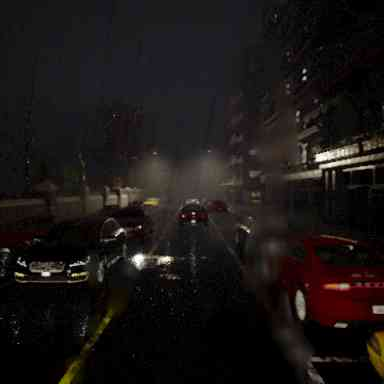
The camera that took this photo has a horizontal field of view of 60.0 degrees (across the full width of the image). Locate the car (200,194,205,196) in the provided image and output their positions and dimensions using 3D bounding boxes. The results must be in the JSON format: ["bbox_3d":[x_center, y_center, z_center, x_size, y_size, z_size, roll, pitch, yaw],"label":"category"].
[{"bbox_3d":[2.685,1.432,56.787,1.967,1.590,4.097,0,0,0],"label":"car"}]

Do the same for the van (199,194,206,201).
[{"bbox_3d":[2.683,1.339,84.463,1.690,1.788,3.998,0,0,0],"label":"van"}]

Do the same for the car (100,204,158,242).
[{"bbox_3d":[-3.001,1.520,16.609,1.812,1.442,4.674,0,0,0],"label":"car"}]

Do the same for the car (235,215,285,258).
[{"bbox_3d":[2.686,1.546,12.506,2.008,1.369,4.403,0,0,0],"label":"car"}]

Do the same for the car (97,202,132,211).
[{"bbox_3d":[-5.694,1.574,23.575,1.802,1.307,4.206,0,0,0],"label":"car"}]

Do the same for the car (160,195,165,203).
[{"bbox_3d":[-5.695,1.541,51.252,2.008,1.369,4.403,0,0,0],"label":"car"}]

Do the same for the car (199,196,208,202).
[{"bbox_3d":[2.685,1.562,78.928,1.947,1.339,4.313,0,0,0],"label":"car"}]

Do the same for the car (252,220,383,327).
[{"bbox_3d":[2.687,1.542,6.970,1.887,1.381,4.507,0,0,0],"label":"car"}]

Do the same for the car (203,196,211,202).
[{"bbox_3d":[2.686,1.535,40.182,1.887,1.381,4.507,0,0,0],"label":"car"}]

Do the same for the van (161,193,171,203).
[{"bbox_3d":[-5.697,1.334,67.856,1.690,1.788,3.998,0,0,0],"label":"van"}]

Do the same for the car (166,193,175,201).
[{"bbox_3d":[-5.697,1.315,89.998,2.192,1.841,5.009,0,0,0],"label":"car"}]

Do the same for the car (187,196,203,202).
[{"bbox_3d":[0.098,1.590,44.388,1.895,1.301,4.718,0,0,0],"label":"car"}]

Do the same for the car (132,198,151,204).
[{"bbox_3d":[-5.694,1.572,34.646,1.802,1.307,4.206,0,0,0],"label":"car"}]

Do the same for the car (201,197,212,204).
[{"bbox_3d":[2.685,1.558,62.322,1.947,1.339,4.313,0,0,0],"label":"car"}]

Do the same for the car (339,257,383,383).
[{"bbox_3d":[2.687,1.525,1.605,1.752,1.417,4.829,0,0,0],"label":"car"}]

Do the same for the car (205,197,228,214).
[{"bbox_3d":[2.686,1.535,34.647,1.887,1.381,4.507,0,0,0],"label":"car"}]

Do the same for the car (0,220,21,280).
[{"bbox_3d":[-5.694,1.437,6.970,1.967,1.590,4.097,0,0,0],"label":"car"}]

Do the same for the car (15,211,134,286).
[{"bbox_3d":[-3.087,1.503,9.471,1.837,1.490,4.892,0,0,0],"label":"car"}]

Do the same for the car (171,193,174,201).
[{"bbox_3d":[-5.697,1.310,73.392,2.192,1.841,5.009,0,0,0],"label":"car"}]

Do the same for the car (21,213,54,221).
[{"bbox_3d":[-5.694,1.540,12.505,1.887,1.381,4.507,0,0,0],"label":"car"}]

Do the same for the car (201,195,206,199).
[{"bbox_3d":[2.685,1.556,51.253,1.947,1.339,4.313,0,0,0],"label":"car"}]

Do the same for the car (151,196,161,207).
[{"bbox_3d":[-5.695,1.515,45.546,1.752,1.417,4.829,0,0,0],"label":"car"}]

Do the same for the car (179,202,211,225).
[{"bbox_3d":[0.100,1.593,23.683,1.895,1.301,4.718,0,0,0],"label":"car"}]
